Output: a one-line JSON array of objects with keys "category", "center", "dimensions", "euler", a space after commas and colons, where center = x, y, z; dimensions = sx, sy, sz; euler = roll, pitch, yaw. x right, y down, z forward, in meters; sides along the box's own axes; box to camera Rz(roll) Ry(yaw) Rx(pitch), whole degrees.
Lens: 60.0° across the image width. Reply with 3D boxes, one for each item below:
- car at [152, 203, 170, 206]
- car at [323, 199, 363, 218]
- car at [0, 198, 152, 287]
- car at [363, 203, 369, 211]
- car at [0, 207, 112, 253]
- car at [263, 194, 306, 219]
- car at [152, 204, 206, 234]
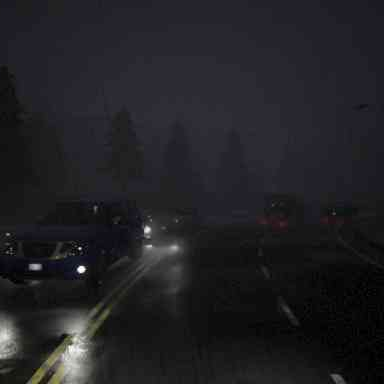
[{"category": "car", "center": [-2.399, 1.528, 24.891], "dimensions": [2.033, 1.411, 5.357], "euler": [0, 0, 24]}, {"category": "car", "center": [13.686, 1.577, 30.307], "dimensions": [1.895, 1.301, 4.718], "euler": [0, 0, 41]}, {"category": "car", "center": [-2.965, 1.214, 9.713], "dimensions": [2.150, 2.045, 5.566], "euler": [0, 0, 7]}, {"category": "car", "center": [18.743, 1.516, 39.458], "dimensions": [5.357, 1.411, 2.033], "euler": [0, 0, -34]}, {"category": "car", "center": [-5.795, 1.536, 15.054], "dimensions": [2.033, 1.411, 5.357], "euler": [0, 0, 13]}, {"category": "car", "center": [8.269, 1.195, 29.528], "dimensions": [2.150, 2.045, 5.566], "euler": [0, 0, 37]}, {"category": "car", "center": [-0.755, 1.586, 19.482], "dimensions": [1.895, 1.301, 4.718], "euler": [0, 0, 20]}]
